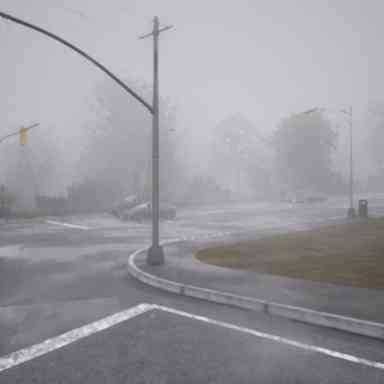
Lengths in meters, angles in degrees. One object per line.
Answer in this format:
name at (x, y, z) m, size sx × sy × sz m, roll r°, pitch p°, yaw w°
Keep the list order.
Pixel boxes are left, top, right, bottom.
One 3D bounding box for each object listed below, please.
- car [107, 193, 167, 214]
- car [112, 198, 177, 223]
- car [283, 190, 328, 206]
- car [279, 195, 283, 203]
car at (-4.489, 1.102, 28.698) m, size 5.566 × 2.045 × 2.150 m, roll -1°, pitch 1°, yaw -40°
car at (-3.262, 1.442, 25.109) m, size 4.674 × 1.442 × 1.812 m, roll -1°, pitch 1°, yaw -40°
car at (13.046, 0.666, 37.168) m, size 4.902 × 1.511 × 2.128 m, roll -4°, pitch 2°, yaw -31°
car at (12.863, 0.562, 41.148) m, size 4.892 × 1.490 × 1.837 m, roll -4°, pitch 2°, yaw -31°
